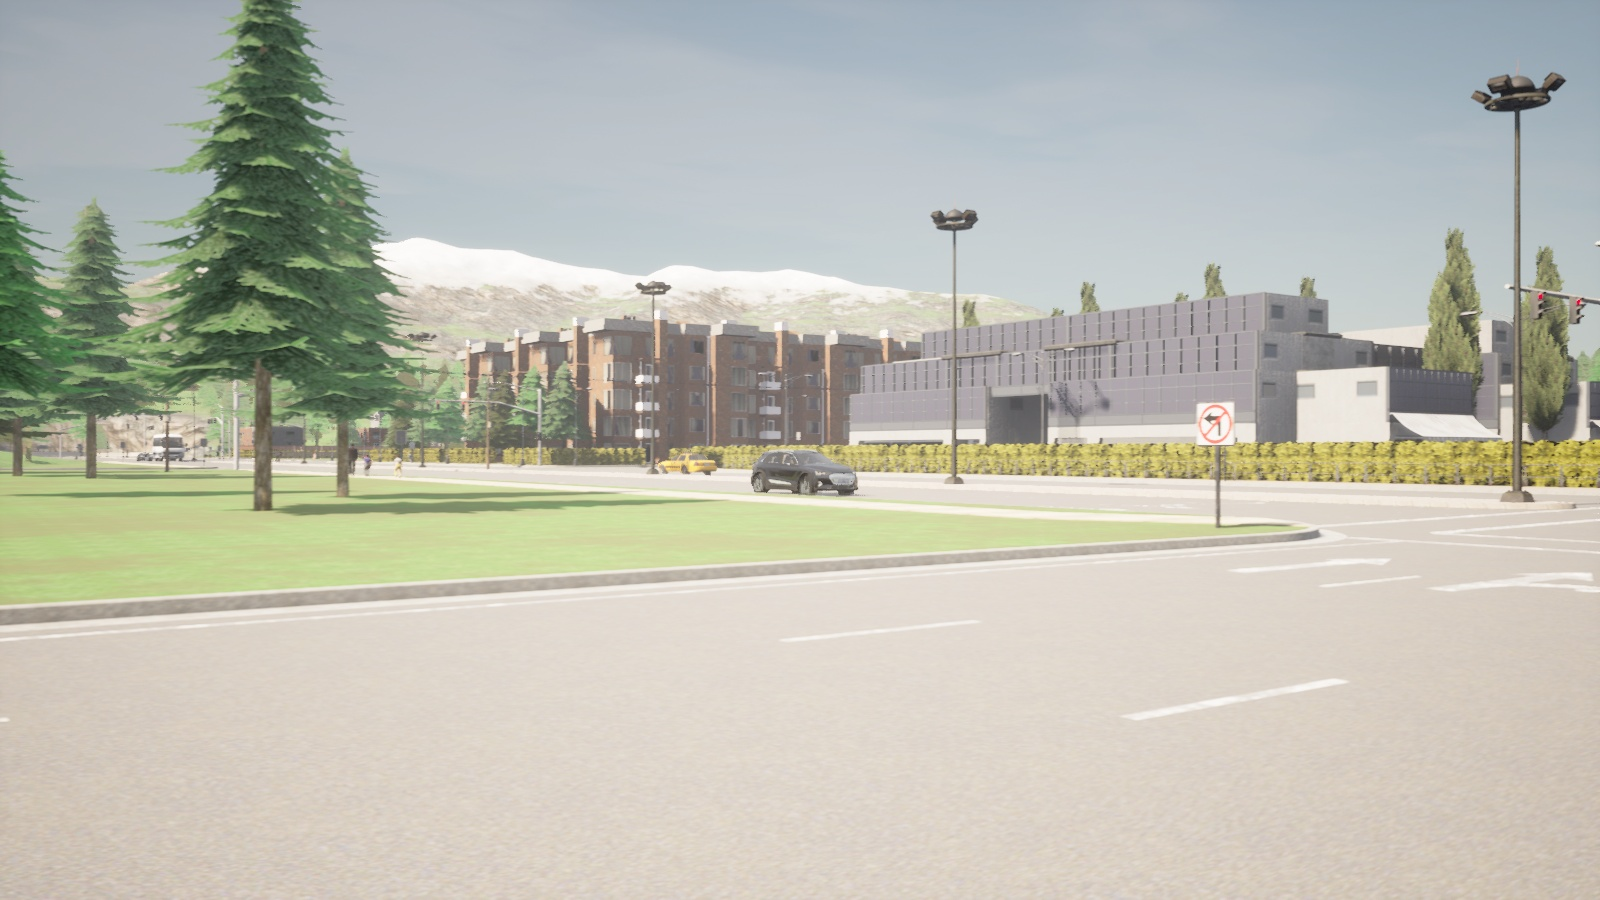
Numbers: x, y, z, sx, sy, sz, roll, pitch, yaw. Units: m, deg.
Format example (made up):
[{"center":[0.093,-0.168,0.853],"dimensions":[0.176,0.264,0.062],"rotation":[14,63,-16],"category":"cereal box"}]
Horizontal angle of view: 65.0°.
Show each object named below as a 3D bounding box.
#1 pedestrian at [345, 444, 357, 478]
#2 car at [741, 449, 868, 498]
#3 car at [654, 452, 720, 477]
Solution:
[{"center":[-24.842,0.607,69.458],"dimensions":[0.431,1.840,0.703],"rotation":[0,0,-35],"category":"pedestrian"},{"center":[0.082,0.784,44.522],"dimensions":[2.033,1.649,4.856],"rotation":[0,0,-36],"category":"car"},{"center":[-7.363,0.898,81.046],"dimensions":[1.801,1.575,5.366],"rotation":[0,0,-35],"category":"car"}]
